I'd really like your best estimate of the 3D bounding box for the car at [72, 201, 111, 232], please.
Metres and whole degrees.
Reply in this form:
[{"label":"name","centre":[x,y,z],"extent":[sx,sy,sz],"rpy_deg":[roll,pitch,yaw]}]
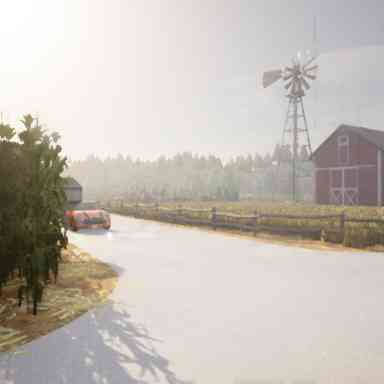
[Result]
[{"label":"car","centre":[-6.551,1.347,20.347],"extent":[2.097,1.767,4.553],"rpy_deg":[0,0,-32]}]
